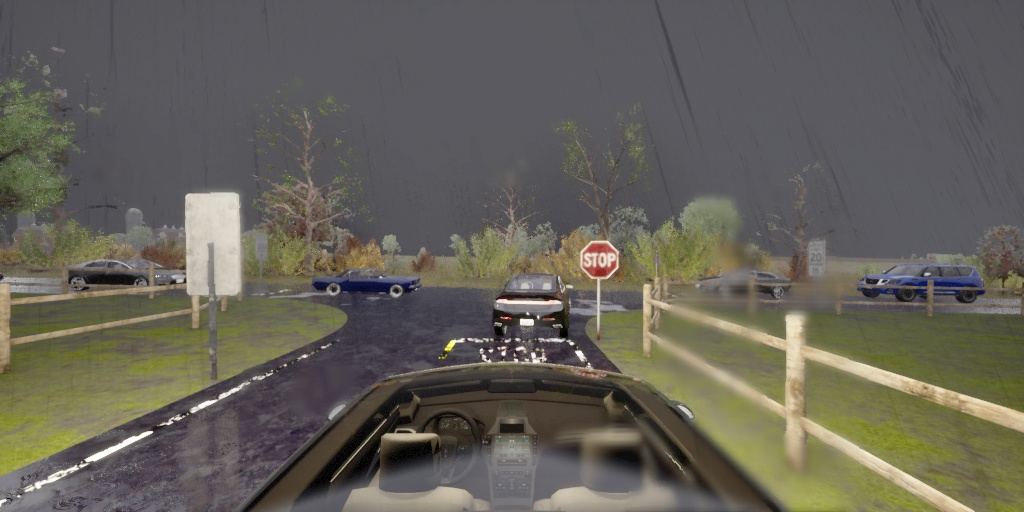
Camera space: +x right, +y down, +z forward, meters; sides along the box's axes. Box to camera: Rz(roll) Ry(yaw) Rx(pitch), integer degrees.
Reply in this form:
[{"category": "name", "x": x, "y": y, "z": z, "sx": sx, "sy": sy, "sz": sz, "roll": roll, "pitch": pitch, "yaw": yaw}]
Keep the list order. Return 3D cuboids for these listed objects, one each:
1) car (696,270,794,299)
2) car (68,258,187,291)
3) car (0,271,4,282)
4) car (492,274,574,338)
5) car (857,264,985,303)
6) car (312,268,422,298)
[{"category": "car", "x": 13.014, "y": 1.525, "z": 20.209, "sx": 4.902, "sy": 1.511, "sz": 2.128, "roll": 1, "pitch": 1, "yaw": 0}, {"category": "car", "x": -18.481, "y": 0.885, "z": 17.317, "sx": 4.902, "sy": 1.511, "sz": 2.128, "roll": 1, "pitch": 1, "yaw": 0}, {"category": "car", "x": -27.785, "y": 0.717, "z": 17.330, "sx": 4.674, "sy": 1.442, "sz": 1.812, "roll": 1, "pitch": 1, "yaw": 0}, {"category": "car", "x": 0.711, "y": 1.240, "z": 10.257, "sx": 2.128, "sy": 1.511, "sz": 4.902, "roll": 0, "pitch": 0, "yaw": 9}, {"category": "car", "x": 22.910, "y": 1.467, "z": 20.192, "sx": 5.566, "sy": 2.045, "sz": 2.150, "roll": 1, "pitch": 1, "yaw": 0}, {"category": "car", "x": -6.813, "y": 1.249, "z": 17.293, "sx": 4.718, "sy": 1.301, "sz": 1.895, "roll": 1, "pitch": 1, "yaw": 0}]
